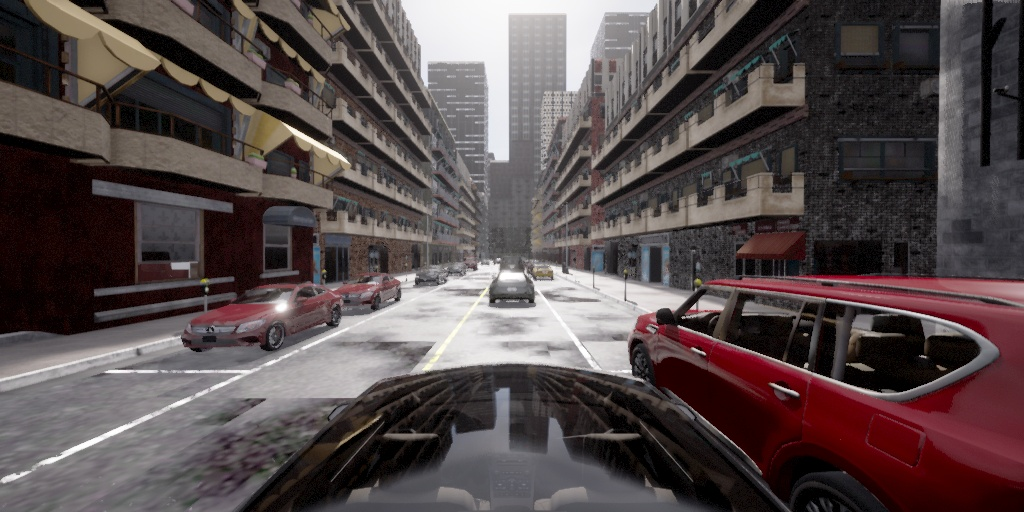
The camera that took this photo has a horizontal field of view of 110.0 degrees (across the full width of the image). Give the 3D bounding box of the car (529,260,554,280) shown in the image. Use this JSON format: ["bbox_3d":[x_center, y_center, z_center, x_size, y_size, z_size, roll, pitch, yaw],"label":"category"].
[{"bbox_3d":[2.689,1.268,31.393,1.751,1.417,4.829,0,0,0],"label":"car"}]

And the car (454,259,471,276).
[{"bbox_3d":[-5.691,1.292,36.854,2.007,1.370,4.403,0,0,0],"label":"car"}]

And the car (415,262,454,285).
[{"bbox_3d":[-5.691,1.294,25.651,2.007,1.370,4.403,0,0,0],"label":"car"}]

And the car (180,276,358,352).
[{"bbox_3d":[-5.692,1.329,8.844,1.802,1.307,4.207,0,0,0],"label":"car"}]

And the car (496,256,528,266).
[{"bbox_3d":[0.000,1.001,31.532,2.150,2.045,5.566,0,0,0],"label":"car"}]

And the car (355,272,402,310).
[{"bbox_3d":[-5.692,1.328,14.446,1.802,1.307,4.207,0,0,0],"label":"car"}]

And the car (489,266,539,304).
[{"bbox_3d":[0.000,1.319,16.501,1.994,1.385,4.181,0,0,0],"label":"car"}]

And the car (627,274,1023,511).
[{"bbox_3d":[2.689,1.063,3.214,2.192,1.841,5.009,0,0,0],"label":"car"}]

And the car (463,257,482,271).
[{"bbox_3d":[-5.691,1.054,48.058,2.192,1.841,5.009,0,0,0],"label":"car"}]
